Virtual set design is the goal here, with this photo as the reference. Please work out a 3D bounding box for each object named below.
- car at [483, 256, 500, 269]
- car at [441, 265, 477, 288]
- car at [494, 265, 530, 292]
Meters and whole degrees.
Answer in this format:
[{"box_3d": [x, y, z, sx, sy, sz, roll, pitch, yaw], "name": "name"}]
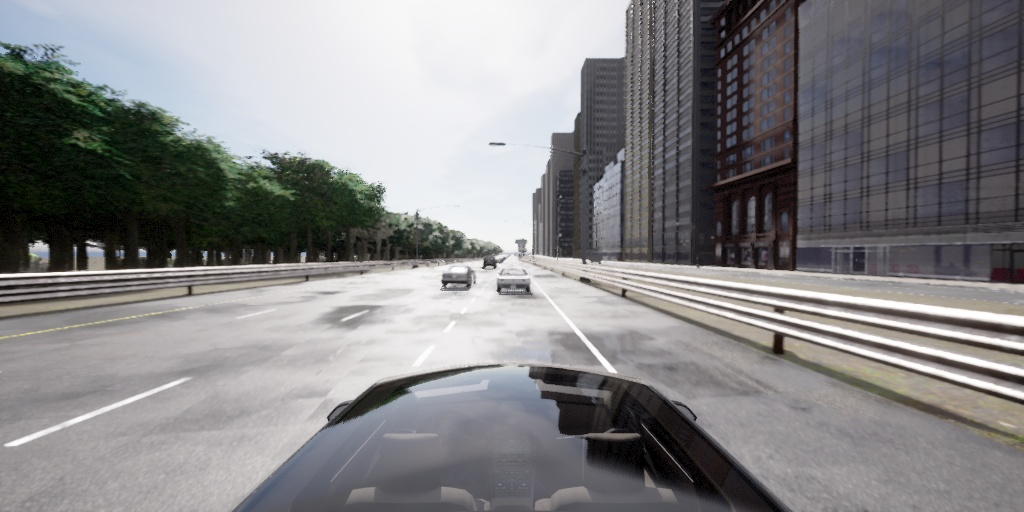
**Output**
[{"box_3d": [-3.627, 1.068, 59.515, 2.150, 2.045, 5.566, 0, 0, 0], "name": "car"}, {"box_3d": [-3.509, 1.312, 24.276, 2.033, 1.411, 5.357, 0, 0, 0], "name": "car"}, {"box_3d": [0.083, 1.373, 21.701, 1.895, 1.301, 4.718, 0, 0, 0], "name": "car"}]
